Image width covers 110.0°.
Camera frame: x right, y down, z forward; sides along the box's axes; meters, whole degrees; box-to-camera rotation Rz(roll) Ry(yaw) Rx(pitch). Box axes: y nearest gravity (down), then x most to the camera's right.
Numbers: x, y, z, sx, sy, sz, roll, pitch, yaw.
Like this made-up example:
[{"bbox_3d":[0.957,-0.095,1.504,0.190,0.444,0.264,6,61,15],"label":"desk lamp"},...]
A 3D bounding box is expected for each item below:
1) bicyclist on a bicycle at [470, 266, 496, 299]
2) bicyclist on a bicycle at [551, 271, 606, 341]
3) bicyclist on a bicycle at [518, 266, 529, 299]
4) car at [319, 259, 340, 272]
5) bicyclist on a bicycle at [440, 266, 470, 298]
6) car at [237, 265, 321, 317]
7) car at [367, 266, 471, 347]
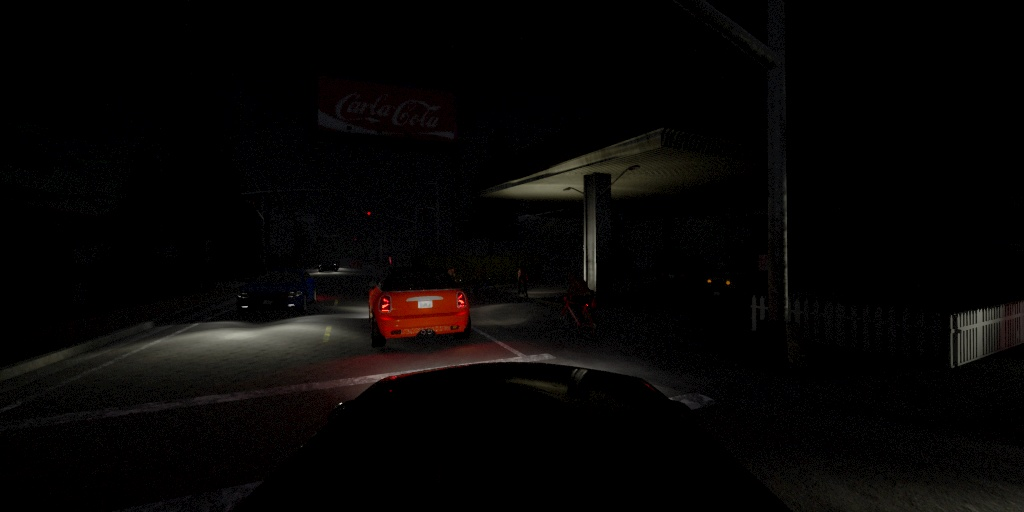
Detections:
[{"bbox_3d":[-1.549,1.308,17.834,1.656,1.620,0.582,1,0,-22],"label":"bicyclist on a bicycle"},{"bbox_3d":[1.595,1.191,8.781,0.582,1.620,1.656,3,-2,-43],"label":"bicyclist on a bicycle"},{"bbox_3d":[0.558,1.304,17.977,0.582,1.620,1.656,0,0,15],"label":"bicyclist on a bicycle"},{"bbox_3d":[-23.842,1.164,46.586,2.097,1.767,4.553,0,0,-24],"label":"car"},{"bbox_3d":[-2.838,1.280,16.435,1.656,1.620,0.582,1,0,36],"label":"bicyclist on a bicycle"},{"bbox_3d":[-8.587,1.209,13.432,1.882,1.535,5.008,1,-1,-23],"label":"car"},{"bbox_3d":[-2.624,1.031,9.418,2.097,1.767,4.553,0,0,-23],"label":"car"}]
